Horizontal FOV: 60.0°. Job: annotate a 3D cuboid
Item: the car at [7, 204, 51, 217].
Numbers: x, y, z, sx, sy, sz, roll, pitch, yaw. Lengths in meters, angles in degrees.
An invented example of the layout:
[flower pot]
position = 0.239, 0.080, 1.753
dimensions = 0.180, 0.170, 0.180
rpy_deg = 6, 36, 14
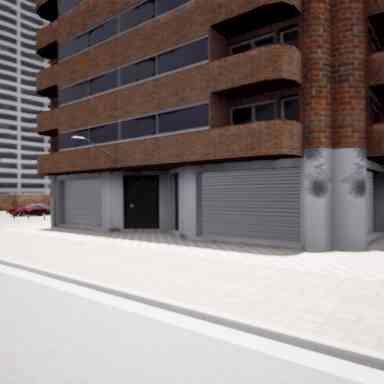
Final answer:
[car]
position = -17.628, 2.004, 36.682
dimensions = 1.895, 1.301, 4.718
rpy_deg = -1, -1, 38
